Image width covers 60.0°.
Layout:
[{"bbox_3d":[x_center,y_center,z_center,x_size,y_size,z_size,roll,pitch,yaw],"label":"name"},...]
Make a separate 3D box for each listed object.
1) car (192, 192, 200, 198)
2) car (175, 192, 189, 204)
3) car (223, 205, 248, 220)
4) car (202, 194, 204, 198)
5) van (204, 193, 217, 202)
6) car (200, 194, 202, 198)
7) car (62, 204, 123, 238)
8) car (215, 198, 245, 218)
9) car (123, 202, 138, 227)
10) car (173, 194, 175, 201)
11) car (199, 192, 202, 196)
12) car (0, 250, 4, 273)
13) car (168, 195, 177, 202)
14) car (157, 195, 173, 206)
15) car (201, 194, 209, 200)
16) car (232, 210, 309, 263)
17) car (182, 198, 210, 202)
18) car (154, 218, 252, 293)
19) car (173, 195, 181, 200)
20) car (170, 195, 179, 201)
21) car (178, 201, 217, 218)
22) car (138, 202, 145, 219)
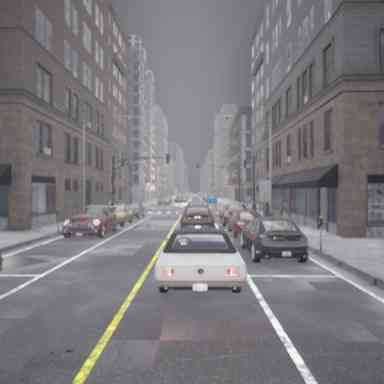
[{"bbox_3d":[0.974,1.472,85.151,2.033,1.411,5.357,0,0,1],"label":"car"},{"bbox_3d":[-2.094,1.315,62.590,2.097,1.767,4.553,0,0,1],"label":"car"},{"bbox_3d":[2.824,1.572,17.293,1.802,1.307,4.206,0,0,1],"label":"car"},{"bbox_3d":[3.399,1.543,66.771,1.802,1.307,4.206,0,0,1],"label":"car"},{"bbox_3d":[3.266,1.309,55.410,1.690,1.788,3.998,0,0,1],"label":"van"},{"bbox_3d":[3.531,1.532,78.133,1.802,1.307,4.206,0,0,1],"label":"car"},{"bbox_3d":[-5.200,1.431,17.379,1.967,1.590,4.097,0,0,1],"label":"car"},{"bbox_3d":[2.888,1.428,22.812,1.967,1.590,4.097,0,0,1],"label":"car"},{"bbox_3d":[-5.138,1.513,22.726,1.752,1.417,4.829,0,0,1],"label":"car"},{"bbox_3d":[-4.692,1.509,61.175,1.887,1.381,4.507,0,0,1],"label":"car"},{"bbox_3d":[3.597,1.258,83.814,2.192,1.841,5.009,0,0,1],"label":"car"},{"bbox_3d":[-5.328,1.579,6.342,1.802,1.307,4.206,0,0,1],"label":"car"},{"bbox_3d":[-4.496,1.476,78.050,1.752,1.417,4.829,0,0,1],"label":"car"},{"bbox_3d":[-4.758,1.519,55.494,2.008,1.369,4.403,0,0,1],"label":"car"},{"bbox_3d":[3.728,1.368,95.176,1.967,1.590,4.097,0,0,1],"label":"car"},{"bbox_3d":[2.760,1.544,11.775,2.008,1.369,4.403,0,0,1],"label":"car"},{"bbox_3d":[0.315,1.490,28.272,1.837,1.490,4.892,0,0,1],"label":"car"},{"bbox_3d":[0.192,1.596,8.800,1.895,1.301,4.718,0,0,1],"label":"car"},{"bbox_3d":[-4.296,1.494,95.264,1.947,1.339,4.313,0,0,1],"label":"car"},{"bbox_3d":[-4.428,1.509,83.902,1.947,1.339,4.313,0,0,1],"label":"car"},{"bbox_3d":[0.309,1.494,18.912,1.837,1.490,4.892,0,0,1],"label":"car"},{"bbox_3d":[-5.072,1.535,28.414,2.008,1.369,4.403,0,0,1],"label":"car"}]
